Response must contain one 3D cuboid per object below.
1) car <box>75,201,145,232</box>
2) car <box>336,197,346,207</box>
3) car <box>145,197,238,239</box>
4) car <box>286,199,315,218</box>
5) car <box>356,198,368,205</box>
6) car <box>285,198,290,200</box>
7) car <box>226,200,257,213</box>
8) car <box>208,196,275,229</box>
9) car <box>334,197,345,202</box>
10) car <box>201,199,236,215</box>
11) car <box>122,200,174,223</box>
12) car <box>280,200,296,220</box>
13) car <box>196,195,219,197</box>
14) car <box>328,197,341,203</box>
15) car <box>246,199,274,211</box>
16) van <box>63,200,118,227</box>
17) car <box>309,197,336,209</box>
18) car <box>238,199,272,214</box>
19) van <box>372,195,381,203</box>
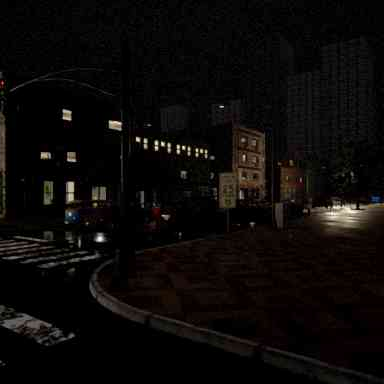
[{"bbox_3d":[-4.558,1.539,21.112,1.882,1.535,5.008,0,0,35],"label":"car"},{"bbox_3d":[25.373,1.829,57.851,1.895,1.301,4.718,0,0,36],"label":"car"},{"bbox_3d":[0.166,1.350,17.767,2.192,1.841,5.009,-1,-1,35],"label":"car"},{"bbox_3d":[9.742,1.657,31.292,1.947,1.339,4.313,-1,-1,35],"label":"car"},{"bbox_3d":[32.083,1.801,62.853,2.008,1.369,4.403,-1,-1,35],"label":"car"},{"bbox_3d":[15.567,1.742,54.027,1.752,1.417,4.829,-1,-1,35],"label":"car"},{"bbox_3d":[6.091,1.701,40.640,2.008,1.369,4.403,-1,-1,35],"label":"car"},{"bbox_3d":[3.357,1.368,22.276,2.192,1.841,5.009,-1,-1,35],"label":"car"},{"bbox_3d":[38.007,1.936,85.728,1.887,1.381,4.507,-1,-1,35],"label":"car"},{"bbox_3d":[2.900,1.570,36.133,1.967,1.590,4.097,-1,-1,35],"label":"car"},{"bbox_3d":[-3.484,1.531,27.114,1.967,1.590,4.097,-1,-1,35],"label":"car"},{"bbox_3d":[6.550,1.616,26.783,1.887,1.381,4.507,-1,-1,35],"label":"car"},{"bbox_3d":[1.142,1.315,29.161,2.150,2.045,5.566,0,0,35],"label":"car"},{"bbox_3d":[34.816,1.915,81.219,2.008,1.369,4.403,-1,-1,35],"label":"car"},{"bbox_3d":[9.283,1.723,45.149,2.008,1.369,4.403,-1,-1,35],"label":"car"},{"bbox_3d":[-6.675,1.414,22.607,1.690,1.788,3.998,-1,0,35],"label":"van"},{"bbox_3d":[19.505,1.536,49.560,2.097,1.767,4.553,0,0,35],"label":"car"},{"bbox_3d":[7.181,1.609,37.673,1.882,1.535,5.008,0,0,36],"label":"car"},{"bbox_3d":[44.848,1.694,80.891,1.690,1.788,3.998,-1,-1,35],"label":"van"}]
